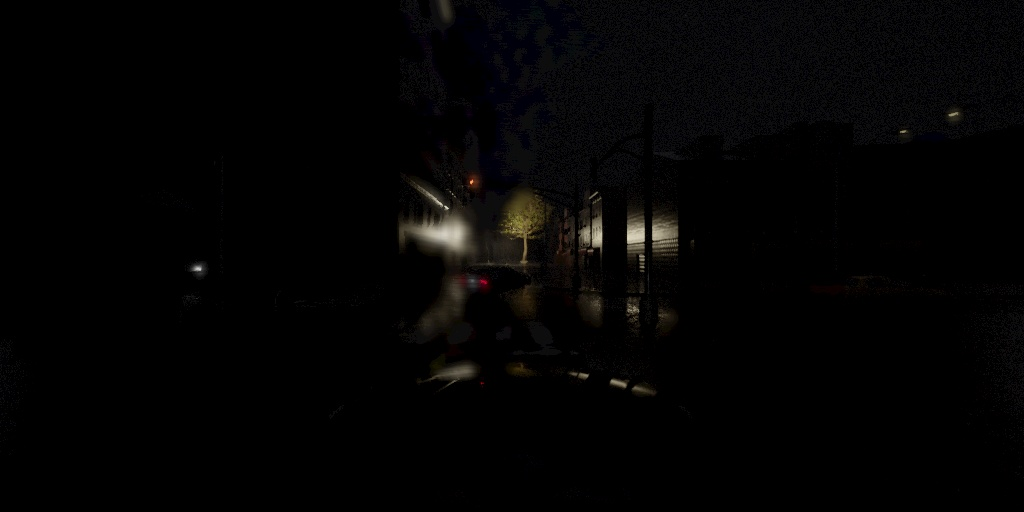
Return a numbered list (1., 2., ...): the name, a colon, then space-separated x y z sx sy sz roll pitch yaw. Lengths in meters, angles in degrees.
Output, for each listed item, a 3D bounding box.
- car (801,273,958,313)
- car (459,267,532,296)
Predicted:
1. car: 13.903 1.345 13.670 4.829 1.417 1.751 0 0 0
2. car: -0.755 1.292 19.632 2.033 1.411 5.357 0 0 27
